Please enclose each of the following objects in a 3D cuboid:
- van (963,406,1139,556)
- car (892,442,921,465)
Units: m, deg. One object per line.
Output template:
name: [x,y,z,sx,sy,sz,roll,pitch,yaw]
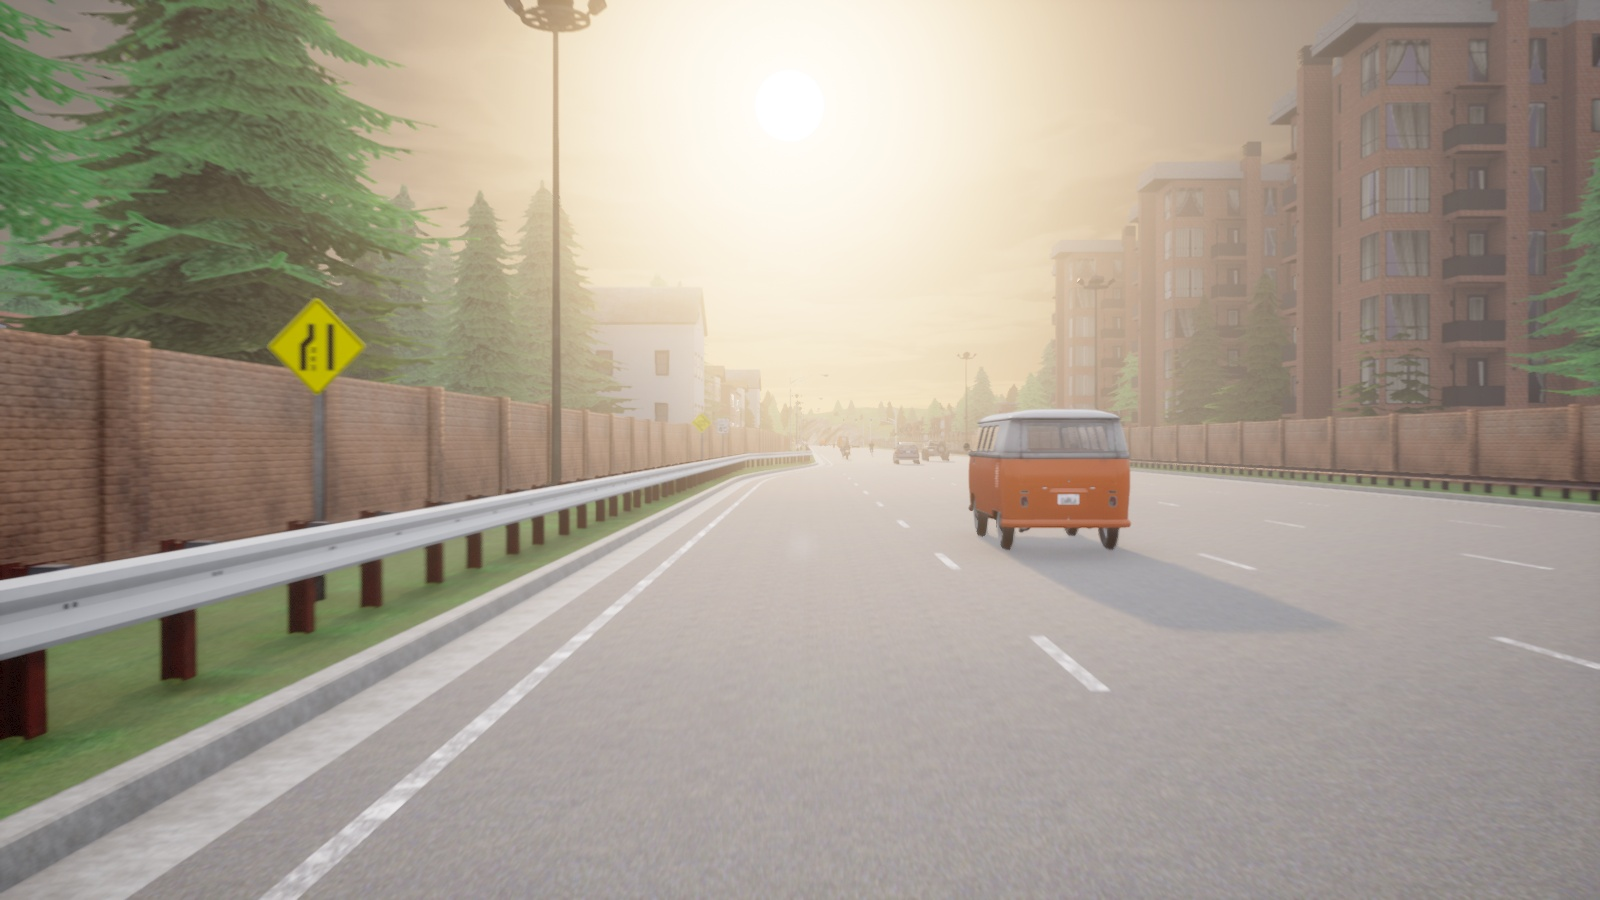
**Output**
van: [3.623,0.397,18.873,1.775,1.987,4.442,0,0,0]
car: [7.521,0.235,88.914,1.789,1.549,3.705,0,0,0]
